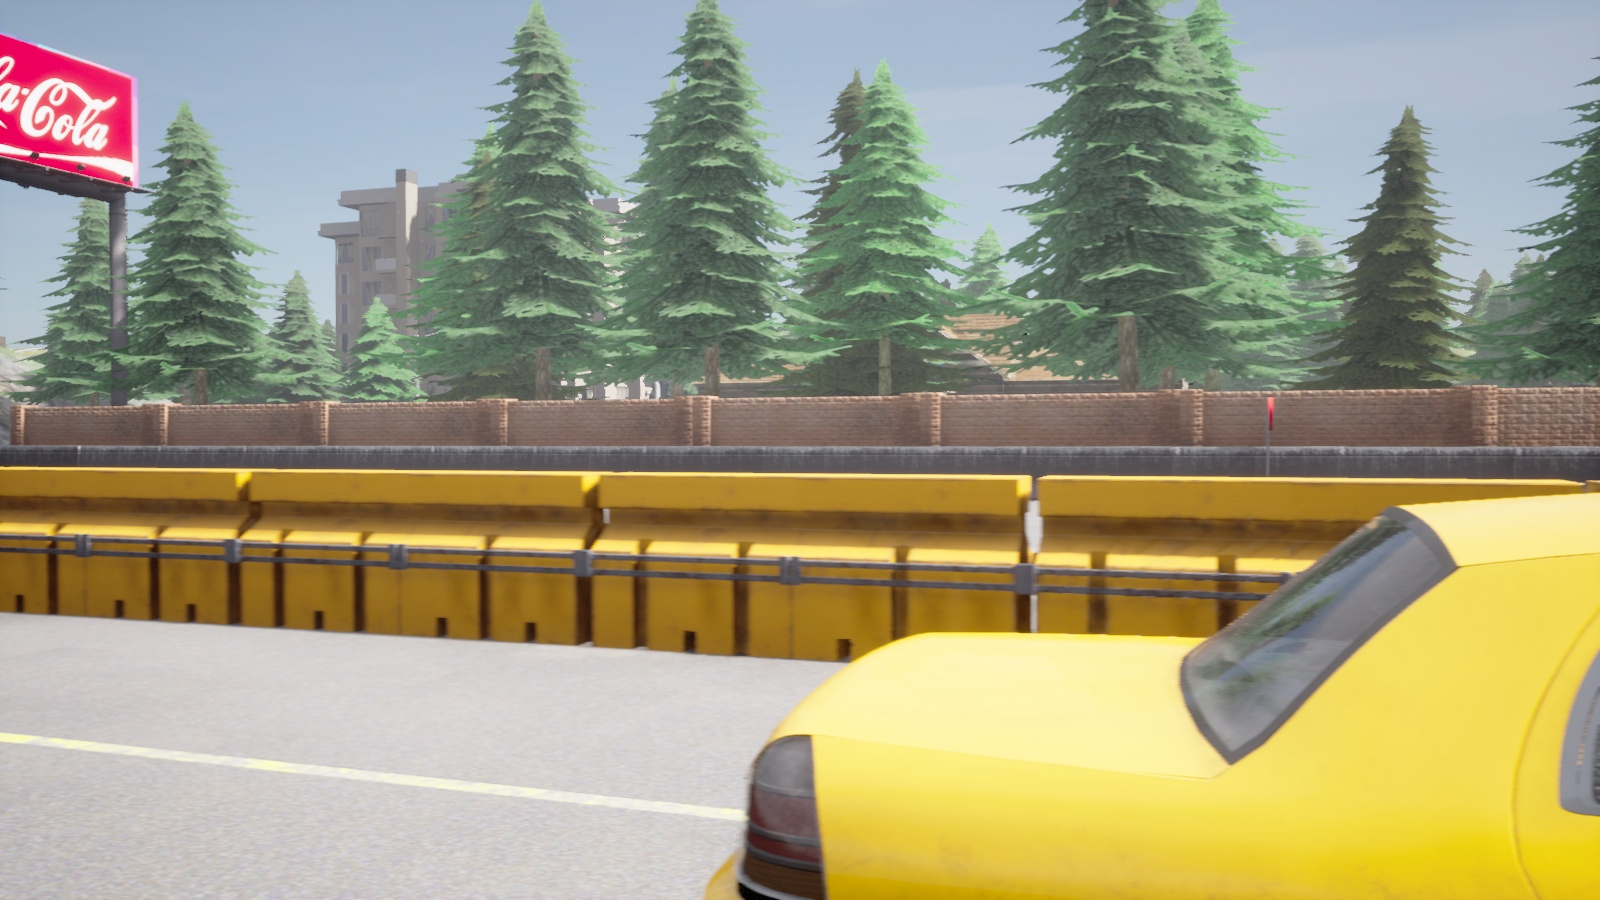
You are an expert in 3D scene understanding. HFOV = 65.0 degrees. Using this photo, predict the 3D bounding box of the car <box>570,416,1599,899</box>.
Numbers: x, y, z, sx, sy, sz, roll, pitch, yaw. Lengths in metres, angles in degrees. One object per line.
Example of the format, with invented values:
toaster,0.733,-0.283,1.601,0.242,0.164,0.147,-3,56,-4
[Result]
car,2.396,0.737,2.382,5.366,1.575,1.801,1,1,18
